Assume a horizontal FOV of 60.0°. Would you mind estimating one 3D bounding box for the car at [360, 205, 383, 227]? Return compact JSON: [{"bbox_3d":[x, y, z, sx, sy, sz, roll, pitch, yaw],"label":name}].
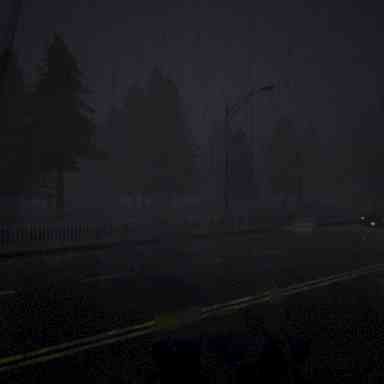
[{"bbox_3d":[13.105,1.522,21.605,5.357,1.411,2.033,0,0,-35],"label":"car"}]
